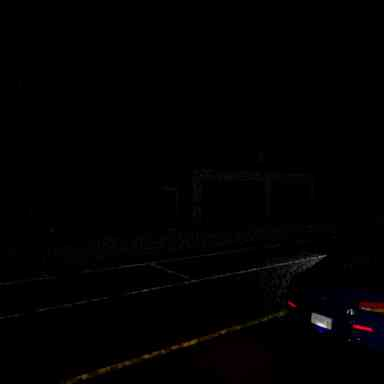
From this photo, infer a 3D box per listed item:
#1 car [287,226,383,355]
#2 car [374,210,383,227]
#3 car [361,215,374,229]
[{"bbox_3d":[3.574,1.525,5.714,4.674,1.442,1.812,0,0,-36],"label":"car"},{"bbox_3d":[10.009,1.491,13.919,4.902,1.511,2.128,0,0,-35],"label":"car"},{"bbox_3d":[10.616,1.582,17.470,4.206,1.307,1.802,0,0,-35],"label":"car"}]
